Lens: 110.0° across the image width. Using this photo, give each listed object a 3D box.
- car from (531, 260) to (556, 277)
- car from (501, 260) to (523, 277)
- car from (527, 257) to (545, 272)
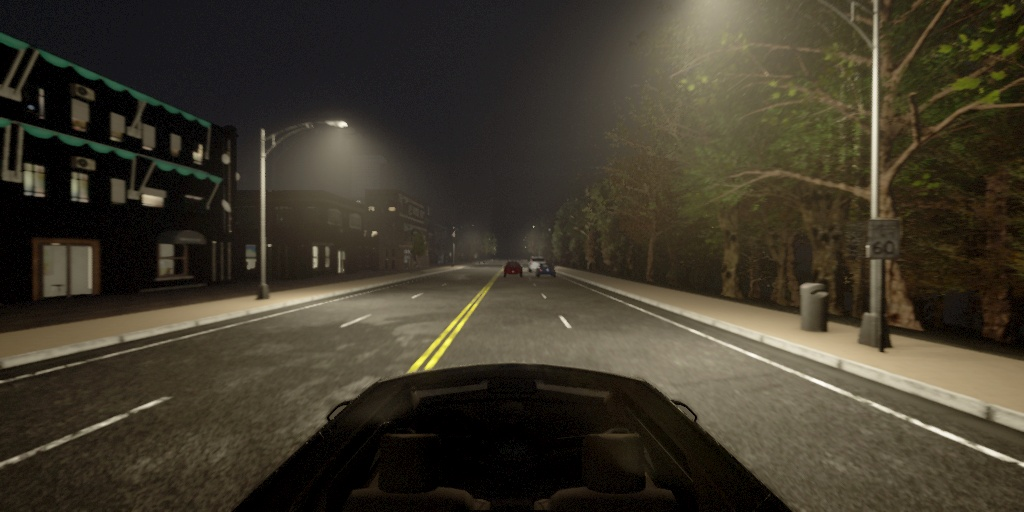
[{"bbox_3d":[3.354,1.385,36.221,2.033,1.411,5.357,0,0,0],"label":"car"},{"bbox_3d":[0.101,1.315,36.252,1.882,1.535,5.008,0,0,0],"label":"car"},{"bbox_3d":[3.277,1.087,47.229,2.150,2.045,5.566,0,0,0],"label":"car"}]
